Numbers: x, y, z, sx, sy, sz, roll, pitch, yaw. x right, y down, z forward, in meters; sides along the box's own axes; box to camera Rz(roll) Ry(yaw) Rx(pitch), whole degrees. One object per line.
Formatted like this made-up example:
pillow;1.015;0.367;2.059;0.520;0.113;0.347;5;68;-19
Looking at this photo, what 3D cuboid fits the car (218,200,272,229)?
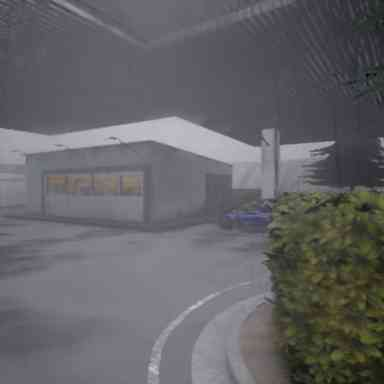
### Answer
car;3.675;1.231;18.041;4.611;1.667;2.242;0;1;34
